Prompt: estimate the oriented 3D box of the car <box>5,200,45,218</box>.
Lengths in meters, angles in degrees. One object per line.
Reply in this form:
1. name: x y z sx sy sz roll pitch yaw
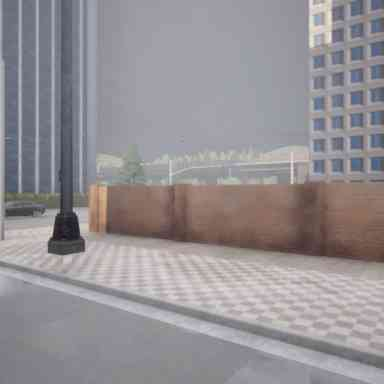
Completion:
1. car: -14.887 1.492 27.951 1.837 1.490 4.892 0 0 35
